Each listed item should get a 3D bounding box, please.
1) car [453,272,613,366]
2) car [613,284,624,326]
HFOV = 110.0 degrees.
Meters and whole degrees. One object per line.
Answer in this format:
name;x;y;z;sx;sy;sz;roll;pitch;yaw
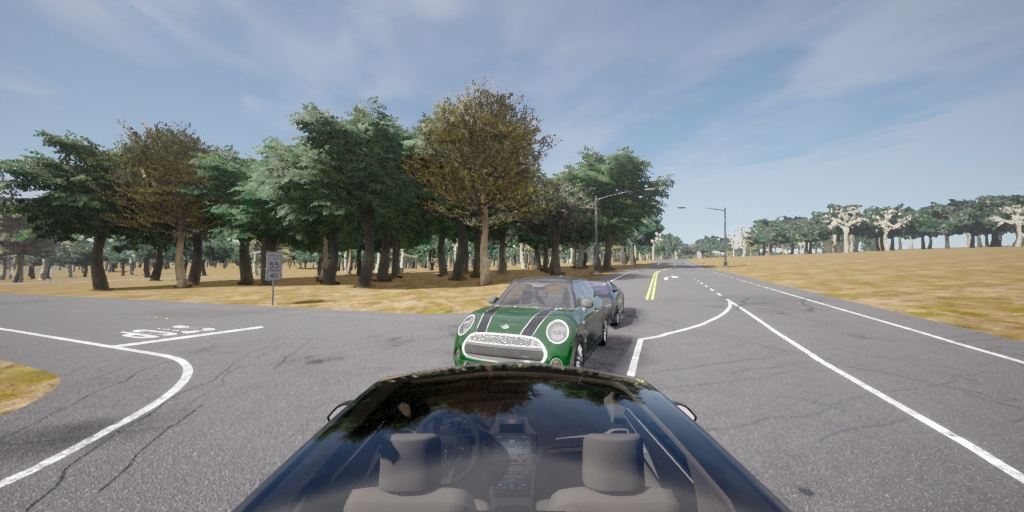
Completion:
car;0.674;1.222;7.484;2.097;1.767;4.553;-1;-2;22
car;2.895;1.555;12.918;1.994;1.385;4.181;-2;0;22
